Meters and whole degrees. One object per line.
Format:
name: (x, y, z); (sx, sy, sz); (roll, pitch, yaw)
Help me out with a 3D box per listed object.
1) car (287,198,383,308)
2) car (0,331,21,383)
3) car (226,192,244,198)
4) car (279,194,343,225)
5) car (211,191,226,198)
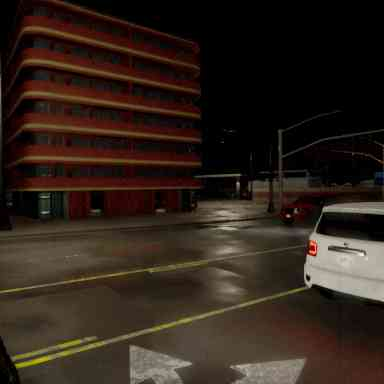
car: (4.761, 1.218, 7.127); (5.566, 2.045, 2.150); (0, 0, -35)
car: (-3.680, 1.222, 1.126); (5.566, 2.045, 2.150); (0, 0, -35)
car: (11.343, 0.818, 85.094); (3.806, 1.475, 1.970); (-1, 1, -35)
car: (8.364, 1.167, 22.703); (5.566, 2.045, 2.150); (0, 0, -35)
car: (7.375, 0.671, 89.318); (4.611, 1.667, 2.242); (-1, 1, -35)
